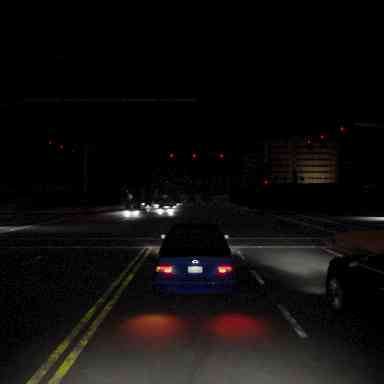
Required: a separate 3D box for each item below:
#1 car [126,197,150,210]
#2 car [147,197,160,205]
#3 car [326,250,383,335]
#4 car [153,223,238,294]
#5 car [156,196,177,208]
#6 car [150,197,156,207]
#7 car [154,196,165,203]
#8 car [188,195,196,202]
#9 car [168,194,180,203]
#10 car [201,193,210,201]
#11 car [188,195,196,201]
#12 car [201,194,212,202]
[{"bbox_3d":[-7.183,1.509,42.615,2.128,1.511,4.902,0,0,2],"label":"car"},{"bbox_3d":[-7.120,1.626,62.290,1.895,1.301,4.718,0,0,0],"label":"car"},{"bbox_3d":[3.558,1.493,4.711,2.128,1.511,4.902,0,0,0],"label":"car"},{"bbox_3d":[0.074,1.551,8.953,2.033,1.411,5.357,0,0,0],"label":"car"},{"bbox_3d":[-3.636,1.620,47.630,1.895,1.301,4.718,0,0,0],"label":"car"},{"bbox_3d":[-7.143,1.569,52.370,2.033,1.411,5.357,0,0,0],"label":"car"},{"bbox_3d":[-7.071,1.570,72.591,2.033,1.411,5.357,0,0,0],"label":"car"},{"bbox_3d":[-0.073,1.562,74.453,2.033,1.411,5.357,0,0,0],"label":"car"},{"bbox_3d":[-3.638,1.515,56.960,2.128,1.511,4.902,0,0,0],"label":"car"},{"bbox_3d":[3.417,1.262,84.702,2.097,1.767,4.553,0,0,0],"label":"car"},{"bbox_3d":[-0.083,1.460,84.727,1.994,1.385,4.181,0,0,0],"label":"car"},{"bbox_3d":[3.427,1.375,74.746,2.097,1.767,4.553,0,0,0],"label":"car"}]
